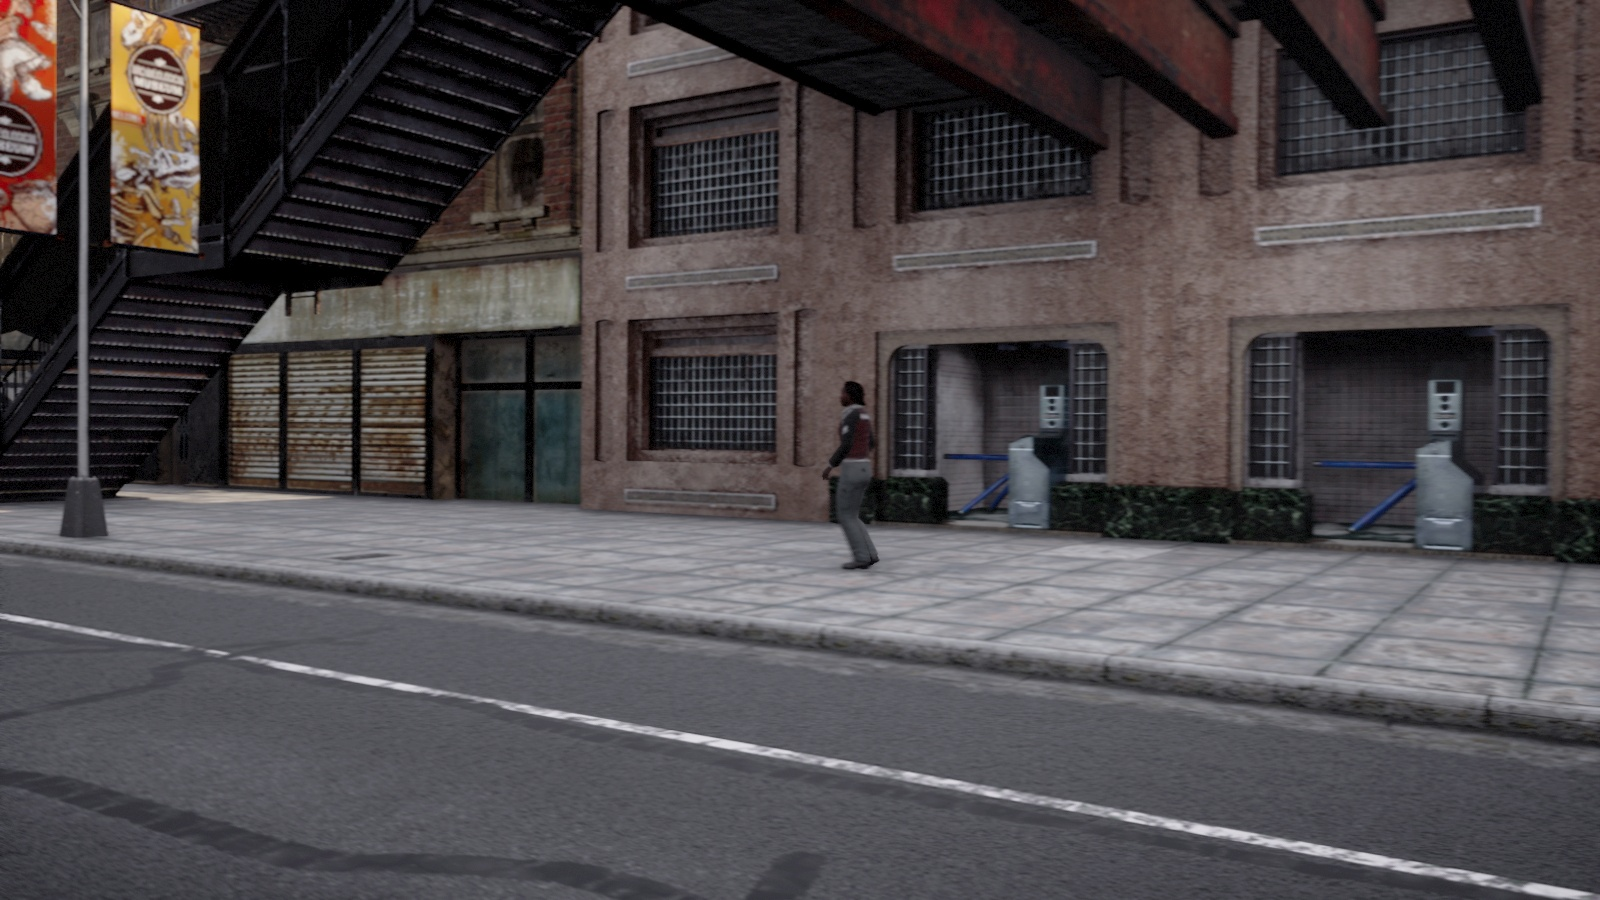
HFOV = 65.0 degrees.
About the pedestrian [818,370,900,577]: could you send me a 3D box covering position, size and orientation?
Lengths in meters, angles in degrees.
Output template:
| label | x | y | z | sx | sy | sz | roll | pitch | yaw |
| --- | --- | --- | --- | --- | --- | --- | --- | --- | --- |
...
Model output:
| label | x | y | z | sx | sy | sz | roll | pitch | yaw |
| --- | --- | --- | --- | --- | --- | --- | --- | --- | --- |
| pedestrian | 0.572 | 0.217 | 12.061 | 0.666 | 1.930 | 0.402 | 0 | 1 | 27 |
